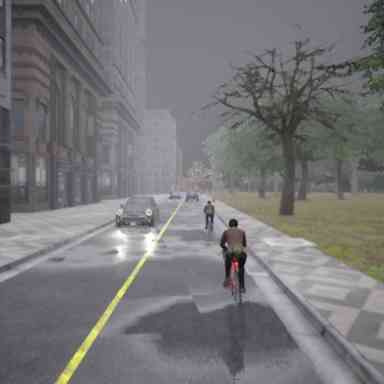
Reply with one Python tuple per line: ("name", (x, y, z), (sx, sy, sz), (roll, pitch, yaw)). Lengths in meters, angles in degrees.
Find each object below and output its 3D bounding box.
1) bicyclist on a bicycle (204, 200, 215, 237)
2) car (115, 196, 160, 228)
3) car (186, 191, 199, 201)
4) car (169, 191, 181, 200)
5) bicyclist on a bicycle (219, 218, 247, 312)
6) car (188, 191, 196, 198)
("bicyclist on a bicycle", (0.820, 1.223, 15.489), (0.582, 1.620, 1.656), (0, 1, 0))
("car", (-3.105, 1.059, 19.785), (2.097, 1.767, 4.553), (0, 1, 0))
("car", (0.073, 0.558, 56.967), (2.097, 1.767, 4.553), (0, 1, 0))
("car", (-3.072, 0.640, 60.522), (1.882, 1.535, 5.008), (0, 1, 0))
("bicyclist on a bicycle", (0.824, 1.355, 6.492), (0.582, 1.620, 1.656), (0, 1, 0))
("car", (-0.027, 0.495, 77.027), (1.812, 1.442, 4.674), (0, 1, 0))
